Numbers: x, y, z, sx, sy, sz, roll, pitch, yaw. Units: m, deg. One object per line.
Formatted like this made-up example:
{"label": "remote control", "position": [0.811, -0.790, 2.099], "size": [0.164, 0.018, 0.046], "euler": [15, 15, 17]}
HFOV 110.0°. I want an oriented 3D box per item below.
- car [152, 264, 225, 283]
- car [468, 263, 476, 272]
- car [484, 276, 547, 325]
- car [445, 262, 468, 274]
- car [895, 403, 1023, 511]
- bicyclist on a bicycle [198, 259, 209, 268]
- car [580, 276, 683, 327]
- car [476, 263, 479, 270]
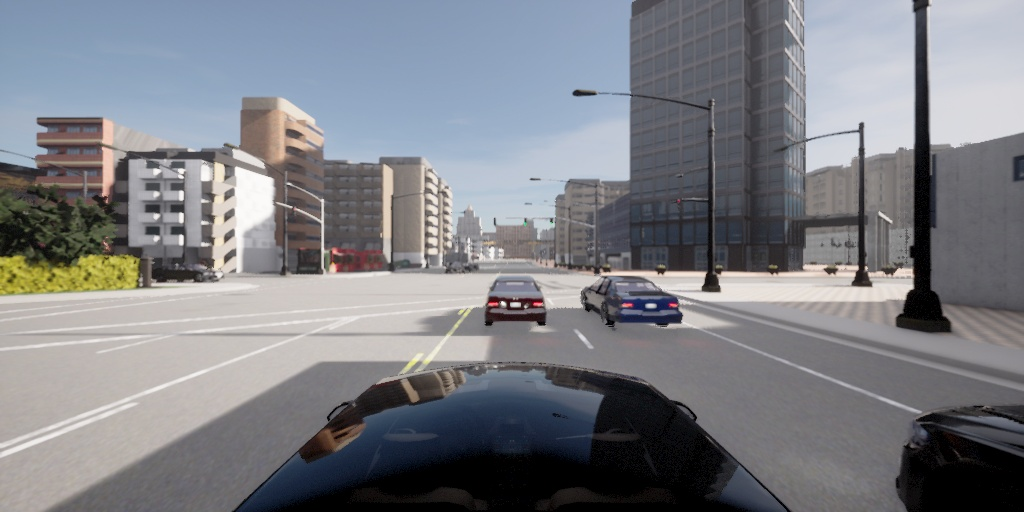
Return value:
{"label": "car", "position": [-25.434, 1.344, 28.222], "size": [4.902, 1.511, 2.128], "euler": [0, 0, 1]}
{"label": "car", "position": [-7.072, 1.705, 54.817], "size": [1.895, 1.301, 4.718], "euler": [0, -1, 0]}
{"label": "car", "position": [0.095, 1.363, 12.030], "size": [2.033, 1.411, 5.357], "euler": [0, 0, 0]}
{"label": "car", "position": [-7.081, 1.481, 44.734], "size": [1.837, 1.490, 4.892], "euler": [0, -1, 0]}
{"label": "car", "position": [3.603, 1.233, 0.455], "size": [2.128, 1.511, 4.902], "euler": [0, -1, 0]}
{"label": "bicyclist on a bicycle", "position": [-30.785, 1.162, 35.740], "size": [0.582, 1.620, 1.656], "euler": [0, 0, 0]}
{"label": "car", "position": [3.604, 1.358, 11.819], "size": [2.033, 1.411, 5.357], "euler": [0, 0, 0]}
{"label": "car", "position": [-7.041, 1.862, 64.997], "size": [1.895, 1.301, 4.718], "euler": [0, -1, 1]}
